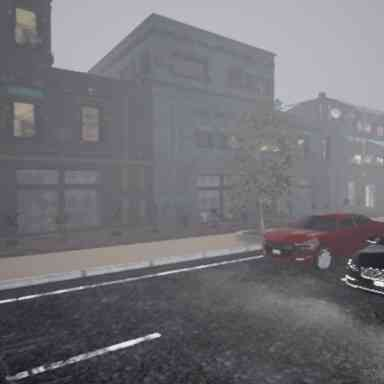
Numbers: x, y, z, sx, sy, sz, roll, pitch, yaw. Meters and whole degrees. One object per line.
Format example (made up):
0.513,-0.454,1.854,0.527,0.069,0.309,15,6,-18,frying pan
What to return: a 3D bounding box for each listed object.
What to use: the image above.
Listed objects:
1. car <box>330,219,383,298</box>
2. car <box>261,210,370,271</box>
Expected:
5.449,1.424,7.570,4.892,1.490,1.837,-1,0,-35,car
4.408,1.388,10.820,5.008,1.535,1.882,-1,0,-35,car
